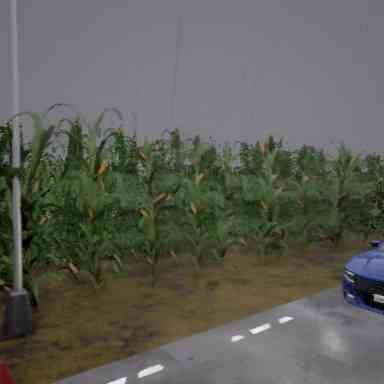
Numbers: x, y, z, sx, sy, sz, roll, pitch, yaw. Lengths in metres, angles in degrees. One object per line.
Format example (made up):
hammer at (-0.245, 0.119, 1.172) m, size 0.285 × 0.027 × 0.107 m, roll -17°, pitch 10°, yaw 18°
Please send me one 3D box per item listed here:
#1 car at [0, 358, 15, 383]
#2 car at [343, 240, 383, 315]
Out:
car at (-2.926, 1.665, 0.827) m, size 4.718 × 1.301 × 1.895 m, roll -1°, pitch 0°, yaw -38°
car at (5.060, 1.423, 6.843) m, size 5.008 × 1.535 × 1.882 m, roll -1°, pitch 0°, yaw -36°
